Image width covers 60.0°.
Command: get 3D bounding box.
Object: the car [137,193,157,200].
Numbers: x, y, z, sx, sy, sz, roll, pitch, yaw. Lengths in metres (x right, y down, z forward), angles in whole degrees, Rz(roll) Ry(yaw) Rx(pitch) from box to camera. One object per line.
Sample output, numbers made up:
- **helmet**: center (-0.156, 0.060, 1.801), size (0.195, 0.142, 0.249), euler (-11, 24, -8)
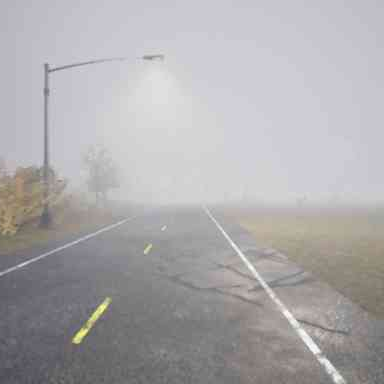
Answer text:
- **car**: center (-12.267, 1.187, 90.862), size (5.566, 2.045, 2.150), euler (0, 0, -2)
